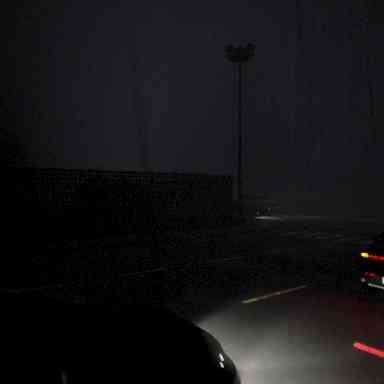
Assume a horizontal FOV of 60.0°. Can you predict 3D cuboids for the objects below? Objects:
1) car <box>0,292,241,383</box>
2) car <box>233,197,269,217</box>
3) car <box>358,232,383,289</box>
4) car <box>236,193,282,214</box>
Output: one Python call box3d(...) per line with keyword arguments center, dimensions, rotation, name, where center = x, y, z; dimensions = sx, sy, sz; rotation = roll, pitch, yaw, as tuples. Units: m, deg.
box3d(center=(-1.600, 1.564, 2.610), dimensions=(4.181, 1.385, 1.994), rotation=(0, 0, -35), name="car")
box3d(center=(4.303, 1.492, 31.509), dimensions=(2.033, 1.411, 5.357), rotation=(0, 0, -35), name="car")
box3d(center=(5.862, 1.506, 7.964), dimensions=(4.892, 1.490, 1.837), rotation=(0, 0, -36), name="car")
box3d(center=(6.634, 1.167, 34.267), dimensions=(2.150, 2.045, 5.566), rotation=(0, 0, -35), name="car")
